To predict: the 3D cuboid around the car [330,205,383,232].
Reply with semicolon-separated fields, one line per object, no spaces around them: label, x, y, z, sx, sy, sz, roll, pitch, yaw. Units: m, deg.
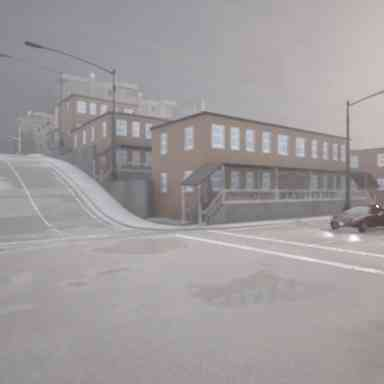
car;10.202;1.494;19.864;4.674;1.442;1.812;0;0;-35
